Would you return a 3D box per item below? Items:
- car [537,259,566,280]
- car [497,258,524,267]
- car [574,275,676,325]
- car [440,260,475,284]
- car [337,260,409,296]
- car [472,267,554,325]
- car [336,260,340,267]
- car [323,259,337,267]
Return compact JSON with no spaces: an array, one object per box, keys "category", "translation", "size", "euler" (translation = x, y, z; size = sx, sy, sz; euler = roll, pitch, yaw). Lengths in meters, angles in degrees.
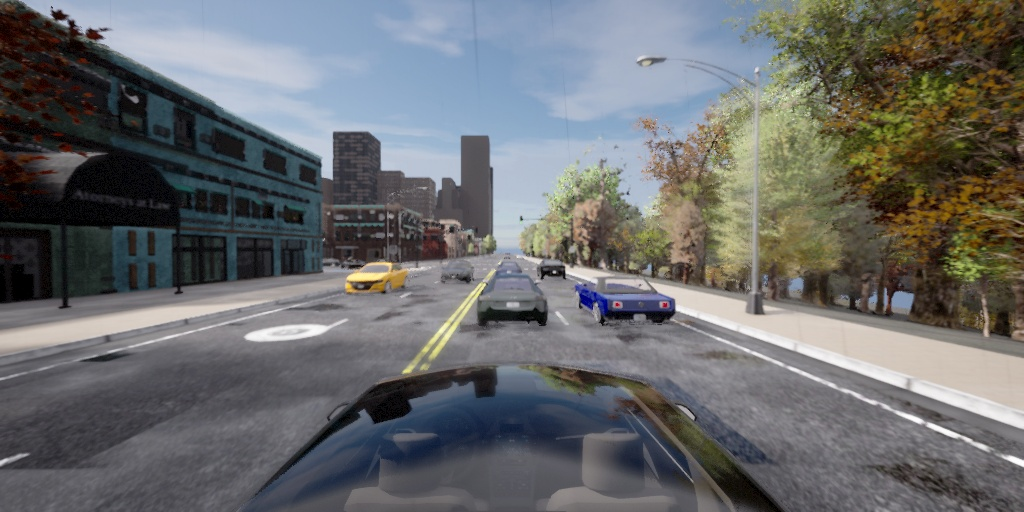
[{"category":"car","translation":[3.039,0.987,28.345],"size":[1.882,1.535,5.008],"euler":[0,0,-1]},{"category":"car","translation":[-0.203,1.080,27.779],"size":[1.994,1.385,4.181],"euler":[0,0,-1]},{"category":"car","translation":[3.253,1.262,11.402],"size":[1.895,1.301,4.718],"euler":[0,1,-1]},{"category":"car","translation":[-3.602,1.055,24.357],"size":[1.837,1.490,4.892],"euler":[0,0,-1]},{"category":"car","translation":[-6.784,1.080,18.535],"size":[1.882,1.535,5.008],"euler":[0,0,-1]},{"category":"car","translation":[0.000,1.227,11.375],"size":[1.994,1.385,4.181],"euler":[0,1,-1]},{"category":"car","translation":[-20.514,1.163,47.915],"size":[4.313,1.339,1.948],"euler":[0,0,-1]},{"category":"car","translation":[-28.957,1.088,56.319],"size":[4.403,1.370,2.007],"euler":[0,0,-1]}]
